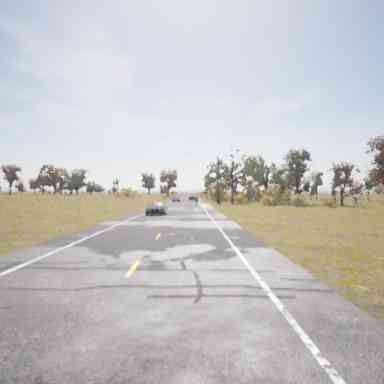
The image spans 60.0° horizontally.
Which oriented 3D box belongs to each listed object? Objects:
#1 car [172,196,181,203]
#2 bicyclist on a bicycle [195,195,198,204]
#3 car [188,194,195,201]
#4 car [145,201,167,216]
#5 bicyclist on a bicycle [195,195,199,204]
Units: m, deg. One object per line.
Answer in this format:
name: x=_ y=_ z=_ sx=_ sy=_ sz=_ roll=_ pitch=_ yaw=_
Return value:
car: x=-3.514 y=1.609 z=74.446 sx=1.882 sy=1.535 sz=5.008 roll=0 pitch=0 yaw=0
bicyclist on a bicycle: x=0.949 y=1.582 z=71.048 sx=0.659 sy=1.776 sz=1.843 roll=0 pitch=0 yaw=0
car: x=-0.016 y=1.620 z=87.840 sx=1.837 sy=1.490 sz=4.892 roll=0 pitch=0 yaw=0
car: x=-3.598 y=1.661 z=34.003 sx=1.994 sy=1.385 sz=4.181 roll=0 pitch=0 yaw=0
bicyclist on a bicycle: x=0.942 y=1.622 z=62.639 sx=0.866 sy=1.612 sz=1.509 roll=0 pitch=0 yaw=0
